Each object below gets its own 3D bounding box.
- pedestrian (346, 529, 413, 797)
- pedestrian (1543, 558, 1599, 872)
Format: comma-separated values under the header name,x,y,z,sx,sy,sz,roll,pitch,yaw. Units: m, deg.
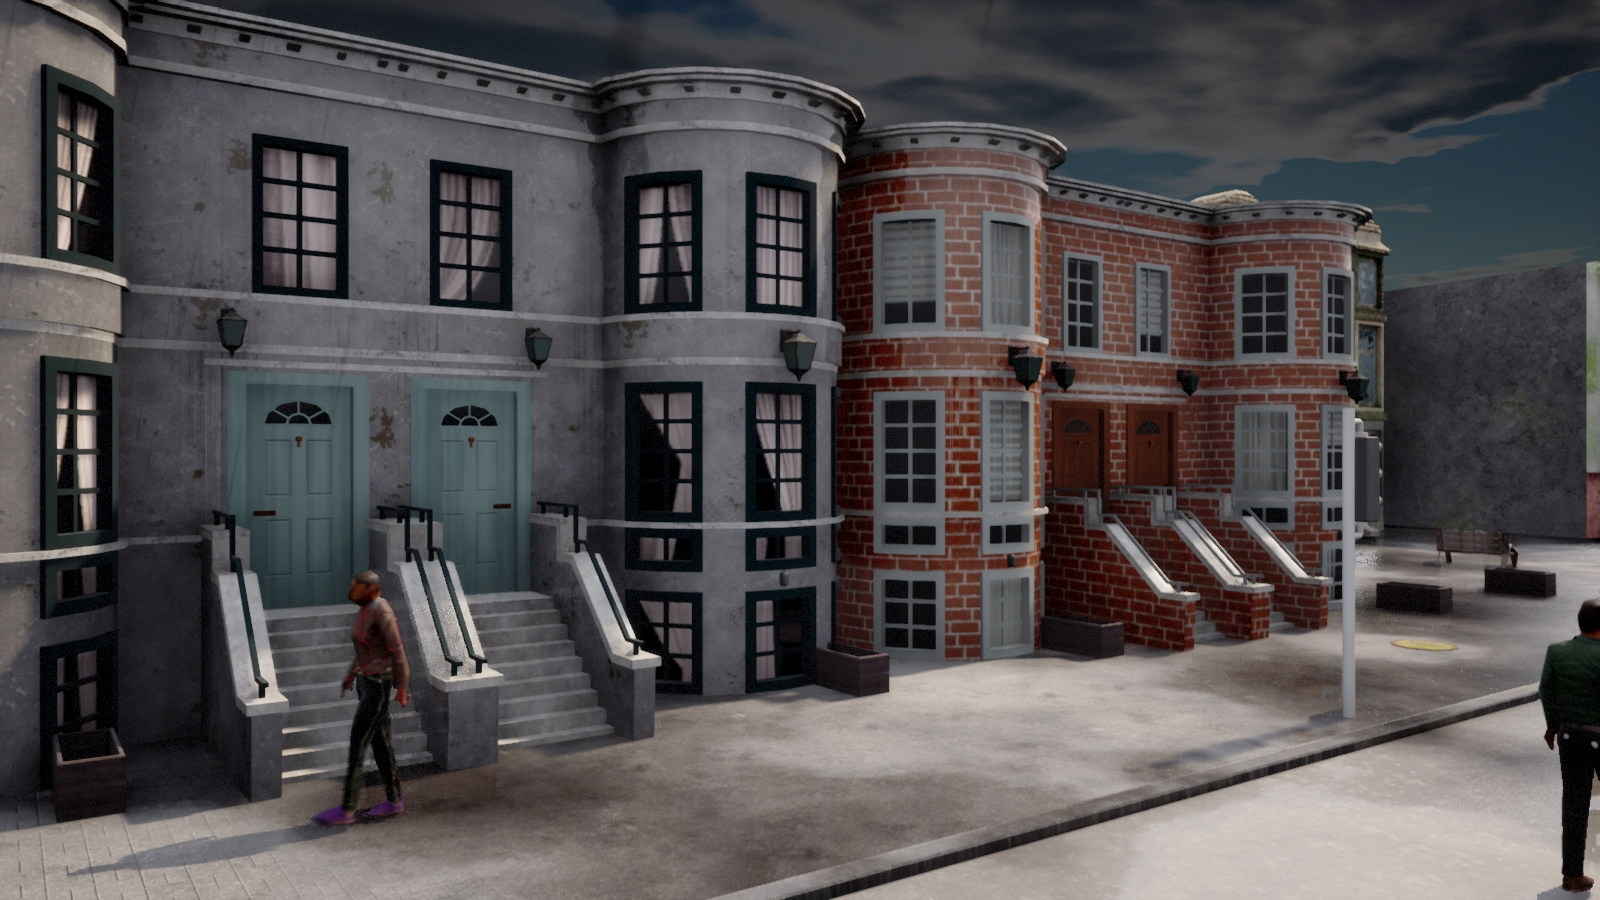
name,x,y,z,sx,sy,sz,roll,pitch,yaw
pedestrian,-3.074,1.523,8.344,0.375,1.860,0.375,0,0,-35
pedestrian,4.954,1.626,7.140,0.375,1.860,0.375,0,0,-22
